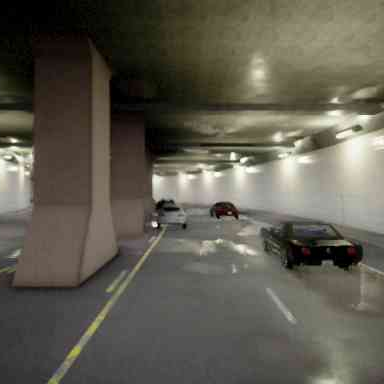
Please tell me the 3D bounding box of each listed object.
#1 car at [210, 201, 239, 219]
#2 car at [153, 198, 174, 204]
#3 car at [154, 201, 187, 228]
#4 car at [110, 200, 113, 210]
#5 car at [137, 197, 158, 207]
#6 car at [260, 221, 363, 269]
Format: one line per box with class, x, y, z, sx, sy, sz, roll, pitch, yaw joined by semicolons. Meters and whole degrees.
car;2.747;1.526;28.734;1.812;1.442;4.674;0;0;-6
car;-3.228;1.492;41.460;2.128;1.511;4.902;0;0;-16
car;-1.331;1.526;21.914;1.812;1.442;4.674;0;0;-3
car;-9.998;1.601;39.112;1.895;1.301;4.718;0;0;-15
car;-7.257;1.505;53.438;1.837;1.490;4.892;0;0;-26
car;3.596;1.601;11.043;1.895;1.301;4.718;0;0;0
